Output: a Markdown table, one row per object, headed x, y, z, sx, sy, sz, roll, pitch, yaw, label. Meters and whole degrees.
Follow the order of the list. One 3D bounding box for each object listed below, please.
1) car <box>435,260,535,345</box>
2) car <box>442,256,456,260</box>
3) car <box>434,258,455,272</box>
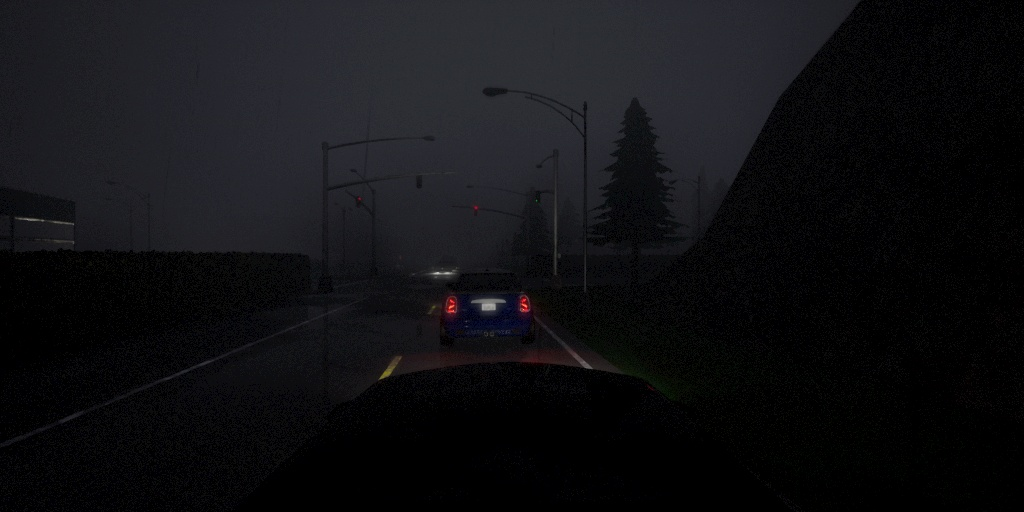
| x | y | z | sx | sy | sz | roll | pitch | yaw | label |
| --- | --- | --- | --- | --- | --- | --- | --- | --- | --- |
| -0.729 | 1.101 | 9.727 | 2.097 | 1.767 | 4.553 | 0 | 0 | -6 | car |
| -9.650 | 0.965 | 54.195 | 2.150 | 2.045 | 5.566 | 0 | 0 | -7 | car |
| -8.549 | 1.309 | 44.807 | 1.994 | 1.385 | 4.181 | 0 | 0 | -7 | car |
